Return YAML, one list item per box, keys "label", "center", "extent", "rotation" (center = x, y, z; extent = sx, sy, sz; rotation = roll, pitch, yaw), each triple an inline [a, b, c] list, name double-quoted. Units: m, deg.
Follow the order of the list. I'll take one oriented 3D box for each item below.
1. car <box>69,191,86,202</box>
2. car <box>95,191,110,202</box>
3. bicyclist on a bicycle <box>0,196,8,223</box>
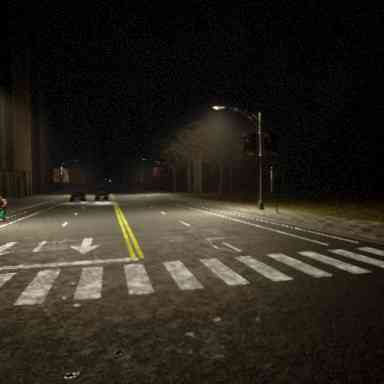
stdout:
- label: "car"
  center: [-16.261, 0.644, 47.617]
  extent: [1.812, 1.442, 4.674]
  rotation: [-1, 1, -14]
- label: "car"
  center: [-13.112, 0.540, 48.416]
  extent: [2.128, 1.511, 4.902]
  rotation: [-1, 1, -14]
- label: "bicyclist on a bicycle"
  center: [-11.697, 1.085, 20.547]
  extent: [0.582, 1.620, 1.656]
  rotation: [-1, 2, -14]
